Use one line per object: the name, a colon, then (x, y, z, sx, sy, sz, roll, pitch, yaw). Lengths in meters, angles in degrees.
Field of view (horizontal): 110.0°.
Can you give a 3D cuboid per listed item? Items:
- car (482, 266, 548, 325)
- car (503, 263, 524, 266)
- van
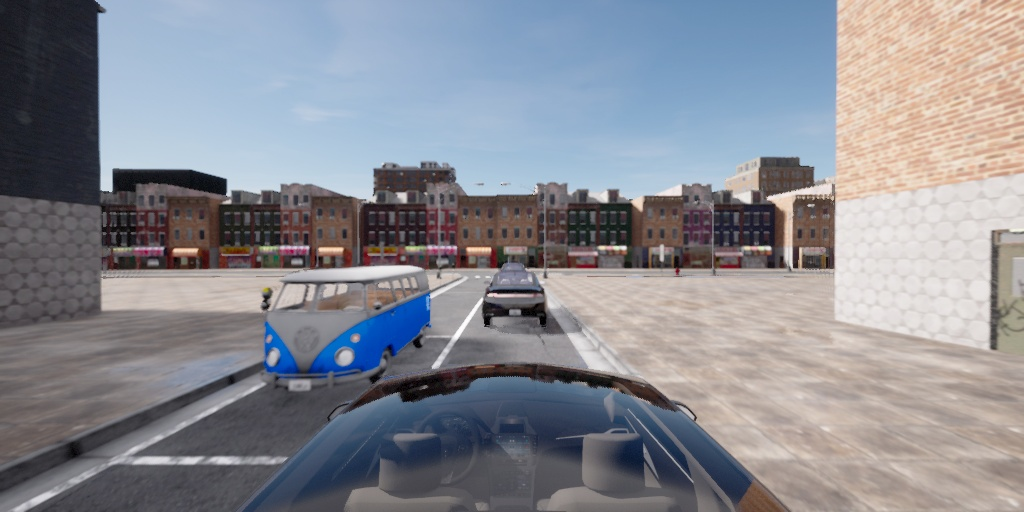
car: (0.095, 1.234, 11.672, 2.128, 1.511, 4.902, 0, 0, 0)
car: (0.095, 1.226, 24.255, 2.128, 1.511, 4.902, 0, 0, 0)
van: (-2.639, 1.086, 6.567, 1.690, 1.789, 3.998, 0, 0, 0)
